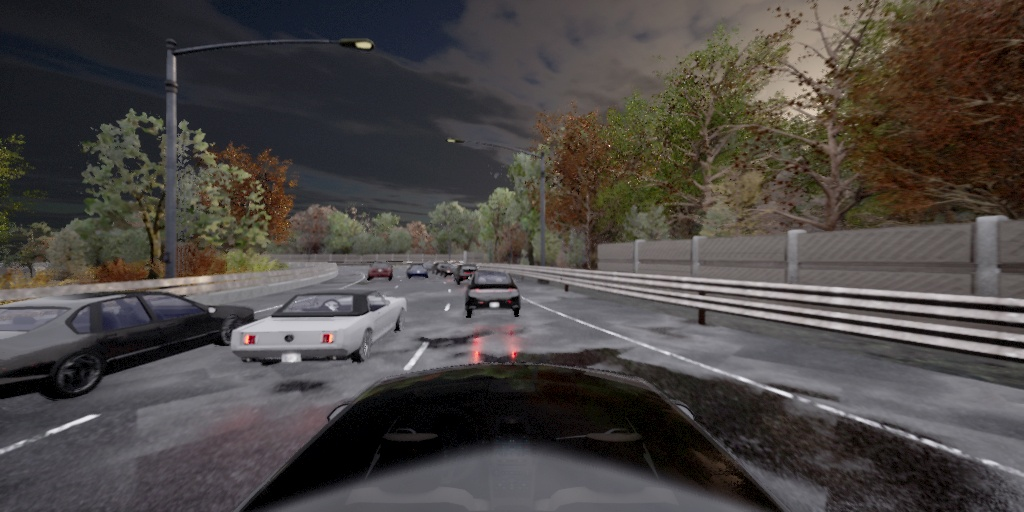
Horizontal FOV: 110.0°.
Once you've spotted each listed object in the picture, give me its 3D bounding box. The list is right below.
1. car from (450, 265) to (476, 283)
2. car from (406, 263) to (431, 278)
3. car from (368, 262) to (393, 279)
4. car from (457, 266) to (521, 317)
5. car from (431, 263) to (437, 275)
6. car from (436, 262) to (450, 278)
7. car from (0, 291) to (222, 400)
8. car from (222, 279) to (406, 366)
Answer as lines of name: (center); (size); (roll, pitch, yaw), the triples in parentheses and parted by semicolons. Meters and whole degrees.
car: (-3.633, 1.425, 28.734); (1.837, 1.490, 4.892); (0, 0, -14)
car: (-10.080, 1.552, 37.932); (1.994, 1.385, 4.181); (0, 0, -19)
car: (-12.543, 1.325, 34.323); (2.097, 1.767, 4.553); (0, 0, -18)
car: (-0.812, 1.314, 13.534); (2.128, 1.511, 4.902); (0, 0, -6)
car: (-8.681, 1.526, 43.861); (1.837, 1.490, 4.892); (0, 0, -21)
car: (-6.441, 1.580, 37.813); (1.895, 1.301, 4.718); (0, 0, -19)
car: (-7.144, 1.341, 6.424); (2.033, 1.411, 5.357); (0, 0, -3)
car: (-3.772, 1.397, 8.108); (1.895, 1.301, 4.718); (0, 0, -4)
